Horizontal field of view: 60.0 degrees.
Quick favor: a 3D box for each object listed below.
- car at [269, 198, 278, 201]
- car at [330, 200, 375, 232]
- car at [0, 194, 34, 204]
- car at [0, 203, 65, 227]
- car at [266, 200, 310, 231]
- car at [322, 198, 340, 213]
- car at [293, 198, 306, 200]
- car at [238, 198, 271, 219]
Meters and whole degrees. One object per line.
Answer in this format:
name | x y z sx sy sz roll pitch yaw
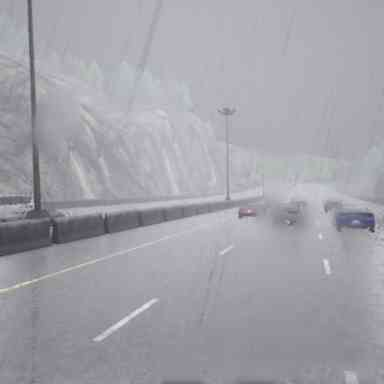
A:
car | 10.218 1.489 42.532 2.033 1.411 5.357 0 0 20
car | 9.603 1.456 20.005 1.882 1.535 5.008 0 0 20
car | -12.462 1.176 21.258 2.150 2.045 5.566 0 0 20
car | -9.395 1.524 19.436 1.994 1.385 4.181 0 0 20
car | 6.121 1.465 20.662 2.128 1.511 4.902 0 0 20
car | 15.449 1.463 36.359 1.837 1.490 4.892 0 0 19
car | 11.884 1.446 36.793 2.128 1.511 4.902 0 0 20
car | 5.323 1.524 28.836 1.994 1.385 4.181 0 0 20
